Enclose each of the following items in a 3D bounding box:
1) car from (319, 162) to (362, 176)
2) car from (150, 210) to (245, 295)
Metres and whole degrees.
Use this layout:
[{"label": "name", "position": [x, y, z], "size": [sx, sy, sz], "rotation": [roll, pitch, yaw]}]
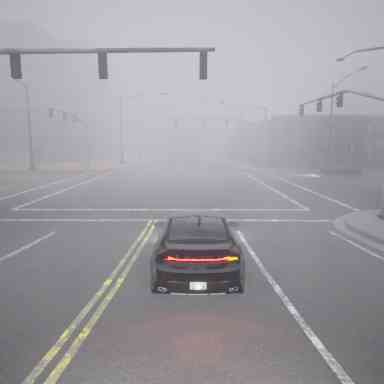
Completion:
[{"label": "car", "position": [15.871, -2.459, 35.626], "size": [4.181, 1.385, 1.994], "rotation": [0, 8, 0]}, {"label": "car", "position": [0.113, 1.197, 8.109], "size": [1.837, 1.490, 4.892], "rotation": [0, 4, 0]}]
